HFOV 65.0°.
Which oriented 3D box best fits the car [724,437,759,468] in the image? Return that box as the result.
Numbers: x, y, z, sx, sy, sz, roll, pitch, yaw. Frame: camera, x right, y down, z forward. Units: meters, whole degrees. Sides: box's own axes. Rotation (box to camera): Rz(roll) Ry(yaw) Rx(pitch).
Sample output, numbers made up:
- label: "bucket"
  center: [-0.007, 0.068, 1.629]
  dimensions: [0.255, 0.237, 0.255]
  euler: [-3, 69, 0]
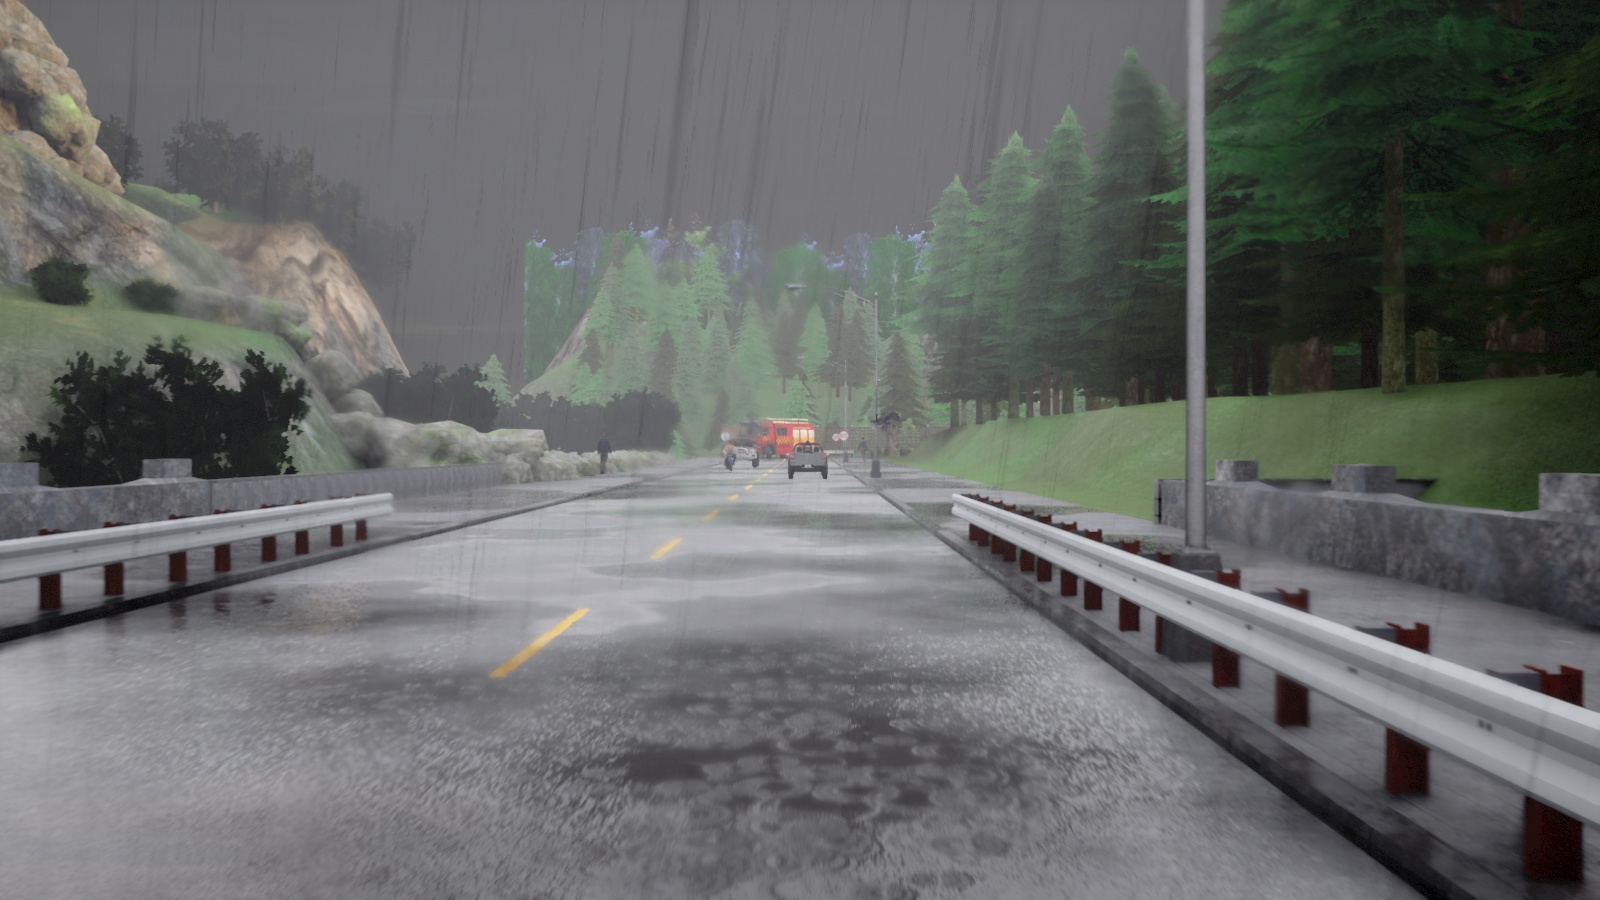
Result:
- label: "car"
  center: [-3.534, 0.128, 76.835]
  dimensions: [1.932, 1.855, 4.605]
  euler: [0, 0, 0]

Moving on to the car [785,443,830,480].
- label: "car"
  center: [0.330, 0.460, 53.278]
  dimensions: [1.845, 1.501, 3.633]
  euler: [0, 0, 0]

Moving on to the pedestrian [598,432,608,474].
- label: "pedestrian"
  center: [-8.761, 0.135, 55.851]
  dimensions: [0.402, 1.842, 0.726]
  euler: [0, 0, -5]
